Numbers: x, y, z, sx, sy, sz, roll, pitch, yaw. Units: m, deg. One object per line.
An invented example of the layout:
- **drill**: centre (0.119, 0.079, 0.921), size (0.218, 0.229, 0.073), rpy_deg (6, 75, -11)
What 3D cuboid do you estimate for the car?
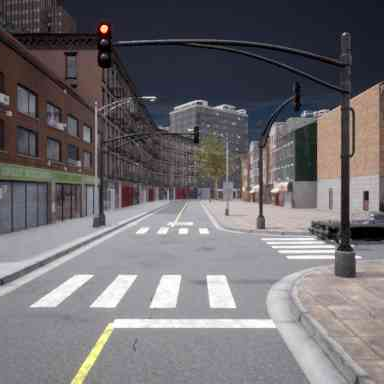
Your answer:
- **car**: centre (7.702, 1.549, 14.718), size (4.718, 1.301, 1.895), rpy_deg (0, 0, -4)
